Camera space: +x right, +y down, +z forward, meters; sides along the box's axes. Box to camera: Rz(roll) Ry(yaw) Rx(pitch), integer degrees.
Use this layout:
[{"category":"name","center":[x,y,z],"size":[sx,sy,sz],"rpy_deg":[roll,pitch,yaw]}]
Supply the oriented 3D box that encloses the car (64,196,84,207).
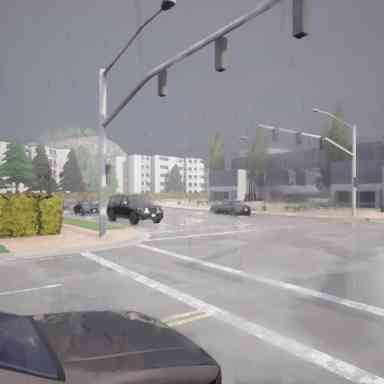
[{"category":"car","center":[-18.378,1.488,52.086],"size":[2.128,1.511,4.902],"rpy_deg":[0,0,-10]}]

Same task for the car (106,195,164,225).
[{"category":"car","center":[-4.344,1.221,24.566],"size":[2.150,2.045,5.566],"rpy_deg":[0,0,-39]}]

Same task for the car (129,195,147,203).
[{"category":"car","center":[-11.235,1.477,68.959],"size":[1.882,1.535,5.008],"rpy_deg":[0,0,14]}]

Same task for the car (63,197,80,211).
[{"category":"car","center":[-15.051,1.526,41.298],"size":[1.812,1.442,4.674],"rpy_deg":[0,0,-23]}]

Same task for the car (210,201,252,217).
[{"category":"car","center":[3.646,1.564,31.649],"size":[1.994,1.385,4.181],"rpy_deg":[0,0,-38]}]

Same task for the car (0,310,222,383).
[{"category":"car","center":[-2.271,1.547,2.146],"size":[5.357,1.411,2.033],"rpy_deg":[0,0,-35]}]

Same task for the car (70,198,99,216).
[{"category":"car","center":[-10.206,1.564,32.630],"size":[1.994,1.385,4.181],"rpy_deg":[0,0,-33]}]
